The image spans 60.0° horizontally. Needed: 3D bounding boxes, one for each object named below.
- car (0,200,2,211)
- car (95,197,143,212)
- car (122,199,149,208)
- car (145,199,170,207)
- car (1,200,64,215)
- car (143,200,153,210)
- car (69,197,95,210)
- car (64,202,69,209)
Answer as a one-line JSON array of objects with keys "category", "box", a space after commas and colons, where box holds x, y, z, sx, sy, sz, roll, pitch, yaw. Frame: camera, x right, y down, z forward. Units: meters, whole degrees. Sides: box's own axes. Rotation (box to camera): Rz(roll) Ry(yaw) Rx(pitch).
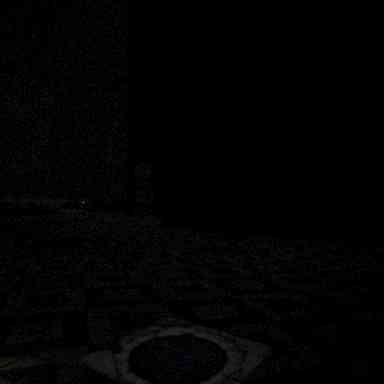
[{"category": "car", "box": [-22.598, 1.507, 37.569, 2.008, 1.369, 4.403, 0, -1, 36]}, {"category": "car", "box": [-9.106, 1.527, 41.798, 2.192, 1.841, 5.009, -1, -1, 36]}, {"category": "car", "box": [-9.480, 1.875, 55.939, 2.008, 1.369, 4.403, -1, -1, 36]}, {"category": "car", "box": [-6.200, 1.970, 60.531, 2.008, 1.369, 4.403, -1, -1, 36]}, {"category": "car", "box": [-15.568, 1.560, 32.746, 1.752, 1.417, 4.829, -1, -1, 36]}, {"category": "car", "box": [-5.827, 1.850, 46.386, 1.887, 1.381, 4.507, -1, -1, 36]}, {"category": "car", "box": [-13.745, 1.517, 45.347, 2.097, 1.767, 4.553, 1, -1, 36]}, {"category": "car", "box": [-16.039, 1.681, 46.754, 1.887, 1.381, 4.507, 0, -1, 36]}]
